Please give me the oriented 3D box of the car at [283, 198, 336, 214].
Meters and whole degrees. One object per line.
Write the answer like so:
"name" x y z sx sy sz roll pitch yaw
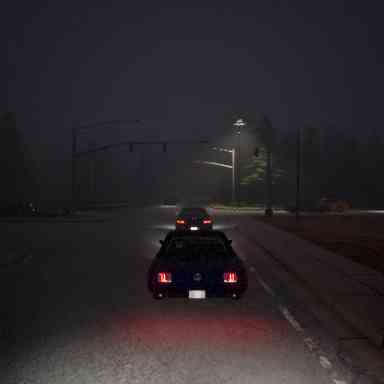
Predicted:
"car" 11.866 1.525 34.399 4.674 1.442 1.812 0 0 1

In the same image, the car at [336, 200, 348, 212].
"car" 15.151 1.473 38.126 5.008 1.535 1.882 0 0 1

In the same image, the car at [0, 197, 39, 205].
"car" -18.343 1.363 35.028 4.553 1.767 2.097 0 0 1

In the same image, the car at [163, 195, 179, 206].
"car" -3.595 1.528 54.583 1.994 1.385 4.181 0 0 0

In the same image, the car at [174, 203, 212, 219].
"car" 0.099 1.511 17.396 1.812 1.442 4.674 0 0 0

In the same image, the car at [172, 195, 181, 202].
"car" -3.423 1.429 74.156 1.882 1.535 5.008 0 0 1

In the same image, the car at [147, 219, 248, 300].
"car" 0.099 1.596 8.341 1.895 1.301 4.718 0 0 0

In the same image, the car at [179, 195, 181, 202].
"car" -3.552 1.522 63.850 1.994 1.385 4.181 0 0 1
